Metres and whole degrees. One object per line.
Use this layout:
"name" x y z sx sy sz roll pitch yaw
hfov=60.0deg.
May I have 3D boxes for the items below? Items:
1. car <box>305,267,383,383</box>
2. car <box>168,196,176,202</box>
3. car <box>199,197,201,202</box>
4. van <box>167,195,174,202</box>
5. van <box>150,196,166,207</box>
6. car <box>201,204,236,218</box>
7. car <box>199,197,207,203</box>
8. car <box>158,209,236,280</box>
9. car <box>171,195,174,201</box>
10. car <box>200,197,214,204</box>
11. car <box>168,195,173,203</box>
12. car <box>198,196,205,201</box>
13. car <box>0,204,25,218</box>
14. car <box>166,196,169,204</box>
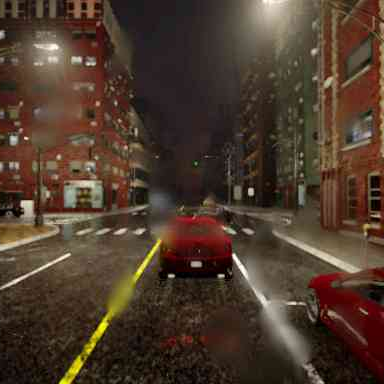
"car" 2.838 1.598 4.239 1.802 1.307 4.206 1 0 0
"car" -5.681 1.902 93.097 1.887 1.381 4.507 1 0 0
"car" 2.699 1.834 76.102 1.887 1.381 4.507 1 0 0
"van" -5.678 1.675 87.445 1.690 1.788 3.998 1 0 0
"van" -5.677 1.542 53.532 1.690 1.788 3.998 1 0 0
"car" 1.497 1.682 22.079 1.895 1.301 4.718 0 0 22
"car" 2.699 1.877 81.753 1.947 1.339 4.313 1 0 0
"car" 0.099 1.516 10.111 1.882 1.535 5.008 0 0 0
"car" -5.681 1.813 75.970 1.752 1.417 4.829 1 0 0
"car" 2.700 1.727 53.662 1.752 1.417 4.829 1 0 0
"car" -5.681 1.849 70.487 1.802 1.307 4.206 1 0 0
"car" 2.698 1.940 93.059 1.802 1.307 4.206 1 0 0
"car" -18.711 1.840 32.620 4.313 1.339 1.947 0 -1 0
"car" -5.681 1.805 59.183 1.802 1.307 4.206 1 0 0
